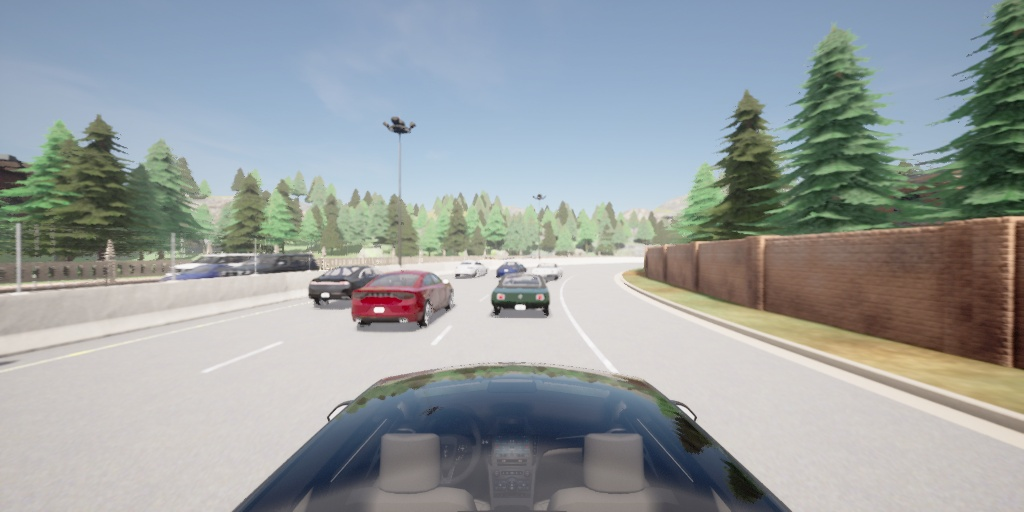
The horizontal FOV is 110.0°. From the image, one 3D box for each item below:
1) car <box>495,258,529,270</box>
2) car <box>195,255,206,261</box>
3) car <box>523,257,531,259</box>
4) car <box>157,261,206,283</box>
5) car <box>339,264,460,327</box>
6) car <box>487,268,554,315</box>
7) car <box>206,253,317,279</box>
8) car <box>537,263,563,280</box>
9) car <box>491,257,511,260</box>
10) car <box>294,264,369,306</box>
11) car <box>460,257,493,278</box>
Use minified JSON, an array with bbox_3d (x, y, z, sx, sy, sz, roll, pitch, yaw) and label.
[{"bbox_3d":[0.068,1.145,31.404,1.994,1.385,4.181,0,0,15],"label":"car"},{"bbox_3d":[-19.623,0.859,24.093,2.150,2.045,5.566,0,0,9],"label":"car"},{"bbox_3d":[2.366,0.929,62.467,1.812,1.442,4.674,0,0,33],"label":"car"},{"bbox_3d":[-16.672,1.184,19.833,1.812,1.442,4.674,0,0,7],"label":"car"},{"bbox_3d":[-3.185,1.175,11.391,1.882,1.535,5.008,0,0,3],"label":"car"},{"bbox_3d":[0.414,1.285,13.269,1.895,1.301,4.718,0,0,4],"label":"car"},{"bbox_3d":[-13.193,0.878,19.920,2.150,2.045,5.566,0,0,8],"label":"car"},{"bbox_3d":[3.020,1.193,29.104,1.895,1.301,4.718,0,0,14],"label":"car"},{"bbox_3d":[-0.917,0.945,63.942,2.033,1.411,5.357,0,0,32],"label":"car"},{"bbox_3d":[-6.408,1.170,15.129,2.128,1.511,4.902,0,0,5],"label":"car"},{"bbox_3d":[-3.514,1.108,31.618,1.812,1.442,4.674,0,0,14],"label":"car"}]
